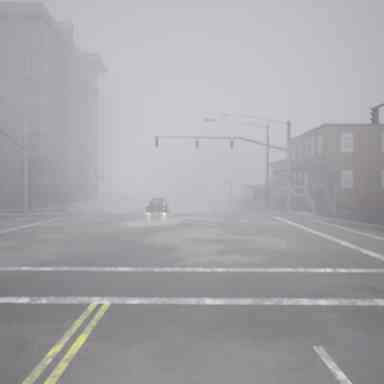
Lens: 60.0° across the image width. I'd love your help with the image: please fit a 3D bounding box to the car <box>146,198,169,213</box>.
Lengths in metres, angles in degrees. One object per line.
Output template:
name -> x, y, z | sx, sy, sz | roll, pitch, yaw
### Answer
car -> -3.591, 1.354, 35.126 | 2.097, 1.767, 4.553 | 0, -4, 0
